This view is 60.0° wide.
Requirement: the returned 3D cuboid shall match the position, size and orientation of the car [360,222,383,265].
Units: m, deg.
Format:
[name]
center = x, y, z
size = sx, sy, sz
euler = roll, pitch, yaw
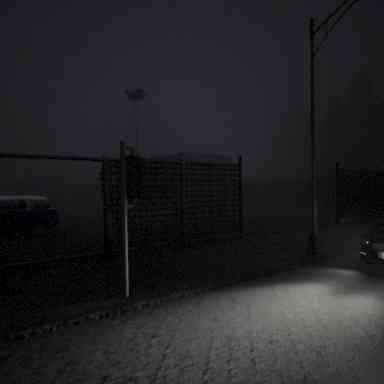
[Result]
[car]
center = 6.787, 1.288, 9.778
size = 4.902, 1.511, 2.128
euler = -1, 1, -37
